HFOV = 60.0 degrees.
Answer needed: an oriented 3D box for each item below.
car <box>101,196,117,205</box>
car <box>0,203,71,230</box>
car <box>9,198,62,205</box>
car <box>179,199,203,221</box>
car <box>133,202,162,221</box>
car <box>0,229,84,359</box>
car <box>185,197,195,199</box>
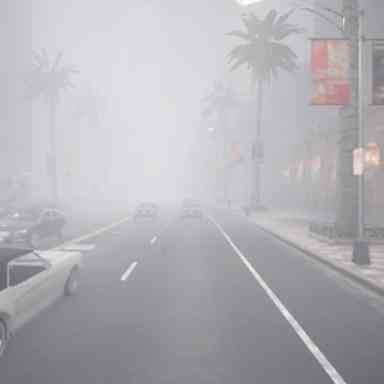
[{"bbox_3d":[-14.086,1.391,56.658,2.231,1.521,4.892,0,0,-1],"label":"car"},{"bbox_3d":[-7.057,1.469,14.645,2.128,1.511,4.902,0,0,1],"label":"car"},{"bbox_3d":[-10.609,1.455,23.400,2.128,1.511,4.902,0,0,0],"label":"car"},{"bbox_3d":[-0.067,1.504,26.320,2.033,1.411,5.357,0,0,0],"label":"car"},{"bbox_3d":[-3.570,1.504,26.976,2.033,1.411,5.357,0,0,0],"label":"car"},{"bbox_3d":[-3.416,1.592,5.614,1.895,1.301,4.718,0,0,0],"label":"car"},{"bbox_3d":[-0.242,1.436,42.765,1.837,1.490,4.892,0,1,0],"label":"car"}]
